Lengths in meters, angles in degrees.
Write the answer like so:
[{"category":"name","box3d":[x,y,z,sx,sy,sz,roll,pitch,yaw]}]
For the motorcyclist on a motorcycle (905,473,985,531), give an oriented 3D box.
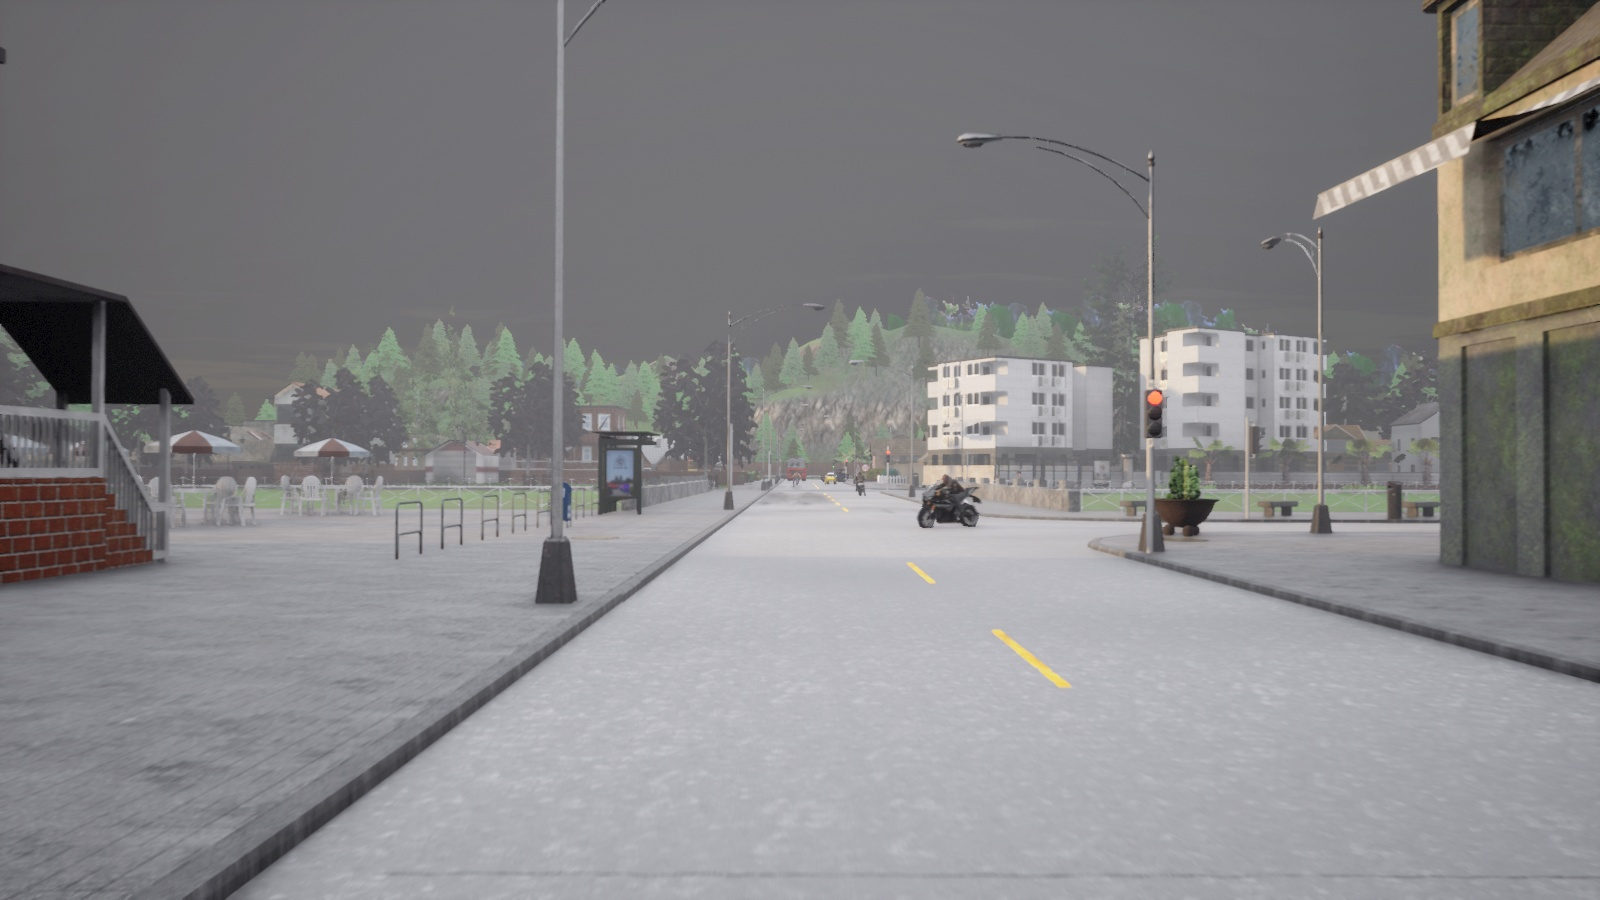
[{"category":"motorcyclist on a motorcycle","box3d":[4.047,1.418,34.909,2.191,1.530,0.866,0,0,-35]}]
